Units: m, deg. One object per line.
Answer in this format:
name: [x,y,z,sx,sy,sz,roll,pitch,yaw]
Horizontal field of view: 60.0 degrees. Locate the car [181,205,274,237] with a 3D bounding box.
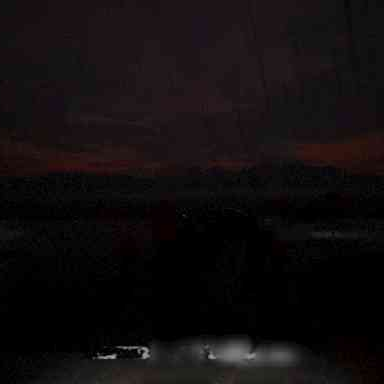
car: [1.878,1.483,17.870,4.902,1.511,2.128,0,1,1]
